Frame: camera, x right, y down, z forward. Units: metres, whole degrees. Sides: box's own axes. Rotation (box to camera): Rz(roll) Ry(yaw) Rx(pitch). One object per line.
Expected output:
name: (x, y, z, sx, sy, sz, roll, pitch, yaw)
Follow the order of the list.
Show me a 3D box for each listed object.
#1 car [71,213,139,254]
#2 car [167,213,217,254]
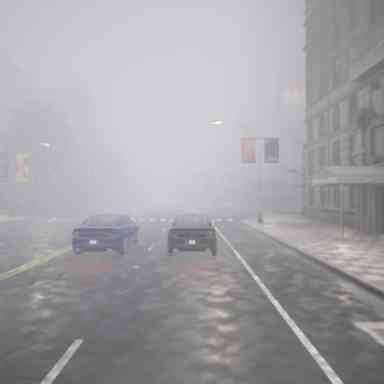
car: (-3.493, 1.639, 14.209, 1.882, 1.535, 5.008, 0, 0, 0)
car: (0.007, 1.639, 14.217, 1.882, 1.535, 5.008, 0, 0, 0)
